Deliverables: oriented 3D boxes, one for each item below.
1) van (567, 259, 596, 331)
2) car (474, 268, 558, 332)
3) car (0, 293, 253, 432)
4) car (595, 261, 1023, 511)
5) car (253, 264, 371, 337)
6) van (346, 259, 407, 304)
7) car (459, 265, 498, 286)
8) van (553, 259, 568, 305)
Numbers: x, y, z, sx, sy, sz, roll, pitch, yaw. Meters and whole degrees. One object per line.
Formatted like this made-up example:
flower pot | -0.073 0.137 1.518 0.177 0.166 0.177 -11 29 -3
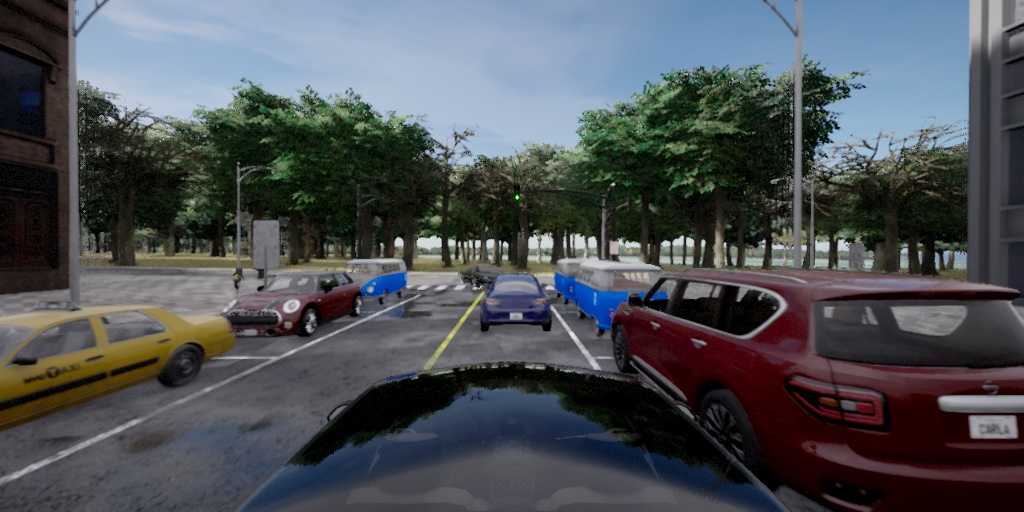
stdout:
van | 2.762 1.046 9.888 1.690 1.789 3.998 0 0 0
car | 0.101 1.227 10.580 1.812 1.442 4.674 0 0 0
car | -5.763 1.260 4.280 1.751 1.417 4.829 0 0 0
car | 2.763 1.050 4.451 2.192 1.841 5.009 0 0 0
car | -5.763 1.145 9.888 1.967 1.591 4.097 0 0 0
van | -5.763 1.016 15.325 1.690 1.789 3.998 0 0 0
car | -1.889 1.230 22.570 1.895 1.301 4.718 1 0 -24
van | 2.762 1.016 15.326 1.690 1.789 3.998 0 0 0
